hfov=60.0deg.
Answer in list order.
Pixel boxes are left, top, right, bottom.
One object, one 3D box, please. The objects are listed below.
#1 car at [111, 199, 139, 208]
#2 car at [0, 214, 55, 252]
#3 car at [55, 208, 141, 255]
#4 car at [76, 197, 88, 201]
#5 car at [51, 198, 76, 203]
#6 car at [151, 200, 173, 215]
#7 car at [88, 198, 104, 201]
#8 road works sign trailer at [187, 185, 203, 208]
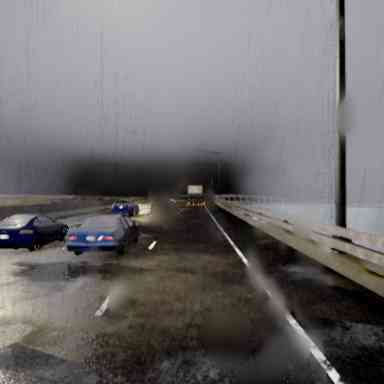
[{"bbox_3d":[-6.681,1.480,33.597,2.097,1.767,4.553,0,0,1],"label":"car"},{"bbox_3d":[-6.855,1.618,14.162,1.994,1.385,4.181,0,0,0],"label":"car"},{"bbox_3d":[-3.360,1.600,13.573,2.033,1.411,5.357,0,0,0],"label":"car"},{"bbox_3d":[-20.297,1.708,62.245,1.882,1.535,5.008,0,0,2],"label":"car"},{"bbox_3d":[-23.822,1.774,60.941,2.033,1.411,5.357,0,0,1],"label":"car"},{"bbox_3d":[-3.156,1.613,35.586,1.882,1.535,5.008,0,0,1],"label":"car"},{"bbox_3d":[-16.842,1.751,60.589,1.812,1.442,4.674,0,0,2],"label":"car"},{"bbox_3d":[0.476,0.653,50.756,2.380,3.560,2.880,0,0,1],"label":"road works sign trailer"}]
